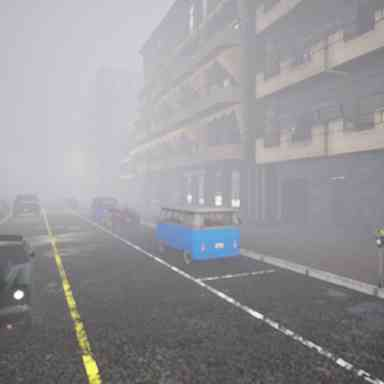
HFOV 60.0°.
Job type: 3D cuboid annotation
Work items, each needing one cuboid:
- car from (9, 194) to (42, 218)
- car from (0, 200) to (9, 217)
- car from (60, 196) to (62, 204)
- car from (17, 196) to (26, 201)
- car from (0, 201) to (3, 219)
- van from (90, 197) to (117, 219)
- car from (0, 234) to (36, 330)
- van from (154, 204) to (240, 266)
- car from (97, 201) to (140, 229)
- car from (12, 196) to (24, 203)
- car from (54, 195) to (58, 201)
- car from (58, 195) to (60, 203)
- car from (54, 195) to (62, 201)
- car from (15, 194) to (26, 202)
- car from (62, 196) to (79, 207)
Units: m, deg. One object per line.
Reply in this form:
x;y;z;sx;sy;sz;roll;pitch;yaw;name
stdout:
-15.278;1.206;30.813;2.150;2.045;5.566;0;0;-25;car
-16.889;1.430;27.885;1.967;1.590;4.097;0;0;-25;car
-20.990;1.504;56.613;1.752;1.417;4.829;0;0;-25;car
-42.479;1.583;82.984;1.947;1.339;4.313;0;0;-25;car
-14.562;1.542;22.876;2.008;1.369;4.403;0;0;-25;car
-6.961;1.319;26.405;1.690;1.788;3.998;0;0;-25;van
-4.106;1.596;6.528;1.895;1.301;4.718;0;0;-25;car
0.018;1.326;11.379;1.690;1.788;3.998;0;0;-25;van
-4.634;1.524;21.397;1.887;1.381;4.507;0;0;-25;car
-35.500;1.568;67.957;1.947;1.339;4.313;0;0;-25;car
-27.899;1.534;71.487;1.887;1.381;4.507;0;0;-25;car
-23.318;1.507;61.623;1.752;1.417;4.829;0;0;-25;car
-34.879;1.549;86.513;1.887;1.381;4.507;0;0;-25;car
-40.154;1.327;77.974;2.192;1.841;5.009;0;0;-25;car
-18.592;1.542;51.451;1.947;1.339;4.313;0;0;-25;car
